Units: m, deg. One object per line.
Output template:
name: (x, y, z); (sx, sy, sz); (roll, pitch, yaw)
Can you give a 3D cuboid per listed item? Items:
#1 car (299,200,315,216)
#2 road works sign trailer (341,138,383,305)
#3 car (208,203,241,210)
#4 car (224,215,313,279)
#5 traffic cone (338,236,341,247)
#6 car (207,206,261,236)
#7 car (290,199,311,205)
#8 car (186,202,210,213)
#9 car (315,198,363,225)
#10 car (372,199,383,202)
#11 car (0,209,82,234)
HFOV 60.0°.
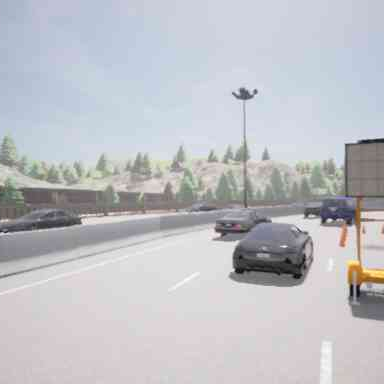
car: (12.909, 1.831, 33.651); (1.837, 1.490, 4.892); (-1, -1, 39)
road works sign trailer: (4.858, 0.534, 7.690); (2.380, 3.560, 2.880); (-1, -1, 26)
car: (3.968, 2.001, 33.942); (1.895, 1.301, 4.718); (-1, -1, 37)
car: (2.730, 1.682, 10.710); (1.994, 1.385, 4.181); (-1, -1, 24)
traffic cone: (6.584, 2.093, 14.619); (0.340, 0.580, 0.340); (-1, -1, 26)
car: (3.111, 1.764, 19.376); (2.033, 1.411, 5.357); (-1, -1, 29)
car: (17.749, 1.925, 53.568); (4.553, 1.767, 2.097); (0, -1, -39)
car: (1.209, 2.022, 41.724); (2.128, 1.511, 4.902); (-1, -1, 40)
car: (12.050, 1.467, 26.917); (2.150, 2.045, 5.566); (-1, -1, 35)
car: (34.406, 2.000, 61.012); (5.008, 1.535, 1.882); (0, -1, -30)
car: (-8.725, 1.796, 19.588); (1.837, 1.490, 4.892); (-1, -1, 26)
